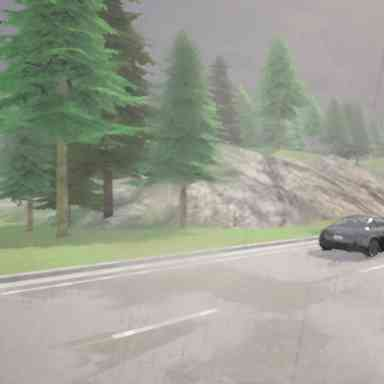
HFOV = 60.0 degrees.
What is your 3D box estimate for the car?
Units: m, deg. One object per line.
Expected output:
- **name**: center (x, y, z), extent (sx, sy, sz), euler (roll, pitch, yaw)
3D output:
- **car**: center (6.855, 1.586, 13.003), extent (4.181, 1.385, 1.994), euler (0, 0, -35)
